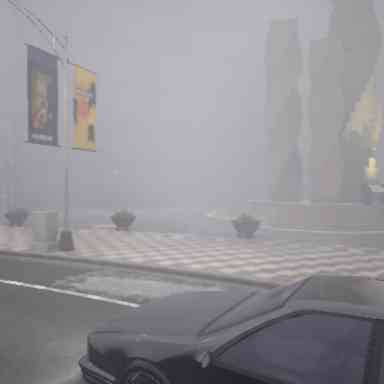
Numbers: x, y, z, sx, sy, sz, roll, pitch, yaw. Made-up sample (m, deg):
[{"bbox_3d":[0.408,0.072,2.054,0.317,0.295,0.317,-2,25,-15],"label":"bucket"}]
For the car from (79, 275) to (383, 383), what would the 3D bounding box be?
[{"bbox_3d":[1.449,1.526,2.844,5.357,1.411,2.033,0,0,33],"label":"car"}]
